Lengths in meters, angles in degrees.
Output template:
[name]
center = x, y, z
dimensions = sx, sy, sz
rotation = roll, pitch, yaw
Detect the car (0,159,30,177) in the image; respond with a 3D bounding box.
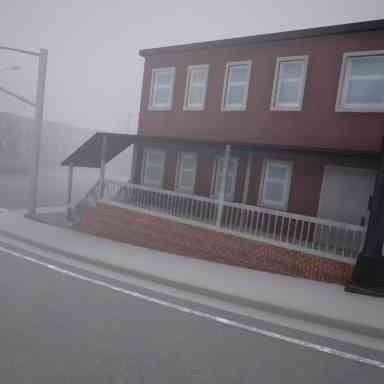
[car]
center = -19.342, -2.660, 34.555
dimensions = 2.097, 1.767, 4.553
rotation = 10, 6, 35
